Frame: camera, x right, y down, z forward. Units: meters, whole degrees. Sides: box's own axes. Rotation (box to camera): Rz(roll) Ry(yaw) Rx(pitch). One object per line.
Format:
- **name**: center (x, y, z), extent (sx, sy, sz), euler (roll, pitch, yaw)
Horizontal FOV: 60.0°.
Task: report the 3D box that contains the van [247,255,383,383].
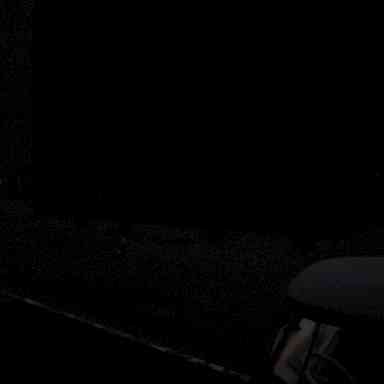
- **van**: center (2.135, 1.339, 1.439), extent (3.998, 1.788, 1.690), euler (0, 0, 36)
